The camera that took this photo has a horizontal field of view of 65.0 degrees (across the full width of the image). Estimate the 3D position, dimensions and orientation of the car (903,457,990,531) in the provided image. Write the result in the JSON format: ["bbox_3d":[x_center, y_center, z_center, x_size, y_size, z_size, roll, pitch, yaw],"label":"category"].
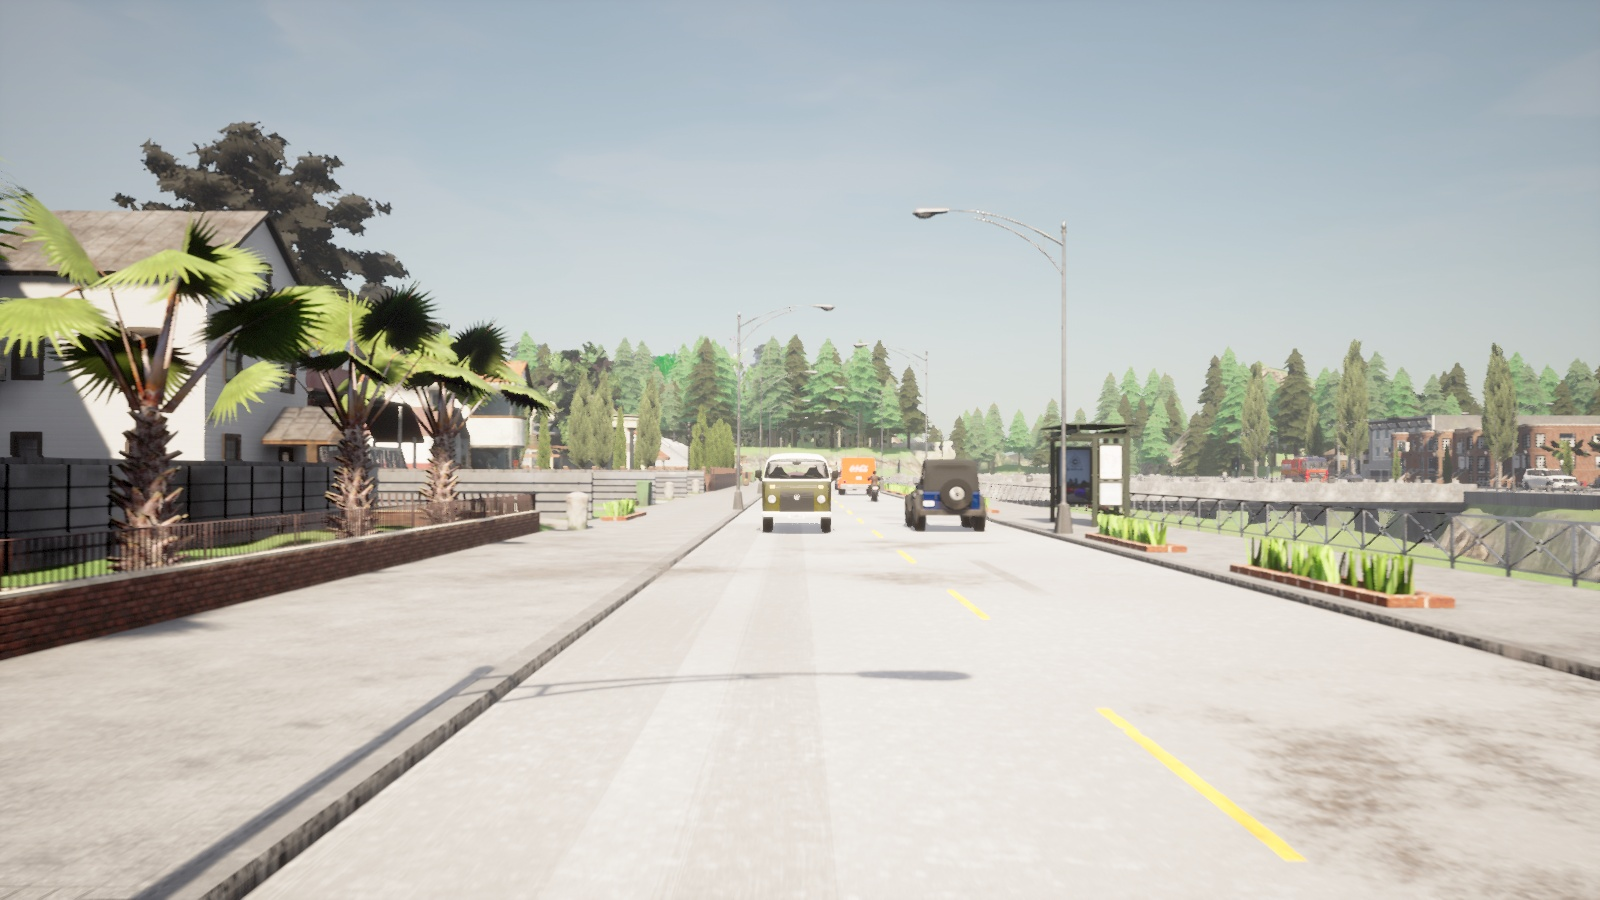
[{"bbox_3d":[3.919,1.167,34.184,1.905,1.878,3.866,0,-1,0],"label":"car"}]

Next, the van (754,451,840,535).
[{"bbox_3d":[-0.078,1.087,32.768,2.069,2.038,4.480,0,-1,0],"label":"van"}]

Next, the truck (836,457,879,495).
[{"bbox_3d":[3.801,1.715,83.746,2.627,2.467,5.204,0,-1,0],"label":"truck"}]
